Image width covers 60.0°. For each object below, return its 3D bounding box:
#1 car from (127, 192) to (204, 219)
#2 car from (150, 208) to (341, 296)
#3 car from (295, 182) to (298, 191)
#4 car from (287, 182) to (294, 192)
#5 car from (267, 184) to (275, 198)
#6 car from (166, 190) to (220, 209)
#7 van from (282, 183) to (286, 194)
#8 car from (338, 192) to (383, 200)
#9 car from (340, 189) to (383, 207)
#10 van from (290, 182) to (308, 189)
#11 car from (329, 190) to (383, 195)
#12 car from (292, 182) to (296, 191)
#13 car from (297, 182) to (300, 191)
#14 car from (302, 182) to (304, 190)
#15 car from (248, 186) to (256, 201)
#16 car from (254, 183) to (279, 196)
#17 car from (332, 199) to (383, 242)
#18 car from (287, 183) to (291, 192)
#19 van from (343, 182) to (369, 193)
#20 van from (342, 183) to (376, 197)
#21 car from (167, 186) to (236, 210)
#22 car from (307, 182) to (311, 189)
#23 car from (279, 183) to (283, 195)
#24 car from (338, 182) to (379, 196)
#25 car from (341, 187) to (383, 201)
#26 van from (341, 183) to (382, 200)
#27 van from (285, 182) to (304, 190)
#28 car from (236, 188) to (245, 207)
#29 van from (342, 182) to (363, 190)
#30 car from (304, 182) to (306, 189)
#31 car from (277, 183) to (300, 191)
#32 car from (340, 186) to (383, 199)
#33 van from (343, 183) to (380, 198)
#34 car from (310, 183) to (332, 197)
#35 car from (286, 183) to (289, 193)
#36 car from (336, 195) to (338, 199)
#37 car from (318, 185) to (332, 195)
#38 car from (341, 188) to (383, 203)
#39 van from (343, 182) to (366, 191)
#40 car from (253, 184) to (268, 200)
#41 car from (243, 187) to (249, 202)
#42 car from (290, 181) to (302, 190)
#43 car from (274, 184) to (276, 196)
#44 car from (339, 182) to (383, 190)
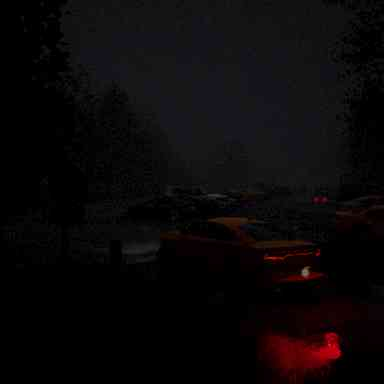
[{"bbox_3d":[-2.027,1.040,22.101,4.792,1.488,2.163,1,3,24],"label":"car"},{"bbox_3d":[0.898,1.383,8.501,1.882,1.535,5.008,2,-1,-31],"label":"car"},{"bbox_3d":[17.556,-0.703,64.994,4.892,1.521,2.231,1,2,24],"label":"car"},{"bbox_3d":[15.223,-0.497,59.959,4.792,1.488,2.163,1,2,24],"label":"car"},{"bbox_3d":[7.370,0.116,42.202,5.366,1.575,1.946,1,3,24],"label":"car"},{"bbox_3d":[-0.845,0.898,24.609,5.008,1.535,2.097,1,3,24],"label":"car"},{"bbox_3d":[11.906,-0.484,52.315,4.442,1.987,1.878,1,2,24],"label":"van"},{"bbox_3d":[9.984,1.086,16.766,4.553,1.767,2.185,1,3,24],"label":"car"},{"bbox_3d":[16.764,0.569,31.795,4.792,1.488,2.163,1,3,24],"label":"car"},{"bbox_3d":[28.941,-1.745,90.275,4.442,1.987,1.878,1,1,24],"label":"van"},{"bbox_3d":[13.178,0.872,24.304,5.366,1.575,1.946,1,3,24],"label":"car"},{"bbox_3d":[16.232,-0.621,62.548,5.366,1.575,1.946,1,2,24],"label":"car"},{"bbox_3d":[18.695,-0.792,67.524,4.892,1.521,2.231,1,2,24],"label":"car"},{"bbox_3d":[22.123,-1.185,75.105,4.553,1.767,2.185,1,2,24],"label":"car"},{"bbox_3d":[3.582,0.440,34.785,5.366,1.575,1.946,1,3,24],"label":"car"},{"bbox_3d":[9.528,-0.205,47.306,4.553,1.767,2.185,1,2,24],"label":"car"},{"bbox_3d":[8.803,1.323,14.267,5.008,1.535,2.097,1,3,24],"label":"car"},{"bbox_3d":[14.073,-0.408,57.434,4.792,1.488,2.163,1,2,24],"label":"car"},{"bbox_3d":[31.866,-0.900,64.585,4.442,1.987,1.878,1,2,24],"label":"van"},{"bbox_3d":[24.715,-0.369,49.449,4.442,1.987,1.878,1,2,24],"label":"van"},{"bbox_3d":[0.326,0.534,27.113,5.566,2.045,2.435,1,3,24],"label":"car"},{"bbox_3d":[26.779,-1.665,85.177,5.566,2.045,2.435,1,2,24],"label":"car"},{"bbox_3d":[10.675,-0.141,49.834,4.792,1.488,2.163,1,2,24],"label":"car"},{"bbox_3d":[25.943,-0.481,51.931,5.566,2.045,2.435,1,2,24],"label":"car"},{"bbox_3d":[20.257,0.252,39.322,4.792,1.488,2.163,1,2,24],"label":"car"},{"bbox_3d":[21.273,-0.099,41.873,4.442,1.987,1.878,1,2,24],"label":"van"},{"bbox_3d":[25.497,-1.553,82.713,4.442,1.987,1.878,1,2,24],"label":"van"},{"bbox_3d":[1.620,0.672,29.583,5.366,1.575,1.946,1,3,24],"label":"car"},{"bbox_3d":[38.544,-1.436,79.806,4.442,1.987,1.878,1,2,24],"label":"van"},{"bbox_3d":[23.297,-1.148,77.624,5.008,1.535,2.097,1,2,24],"label":"car"},{"bbox_3d":[20.973,-1.096,72.580,4.553,1.767,2.185,1,2,24],"label":"car"},{"bbox_3d":[22.530,0.036,44.368,5.008,1.535,2.097,1,2,24],"label":"car"},{"bbox_3d":[23.779,-0.276,46.833,4.442,1.987,1.878,1,2,24],"label":"van"},{"bbox_3d":[18.429,-0.060,47.293,2.128,1.511,4.902,1,2,24],"label":"car"},{"bbox_3d":[12.923,-0.320,54.909,4.792,1.488,2.163,1,2,24],"label":"car"},{"bbox_3d":[11.025,1.132,19.203,4.792,1.488,2.163,1,3,24],"label":"car"},{"bbox_3d":[22.696,-0.404,56.658,1.882,1.535,5.008,1,2,24],"label":"car"},{"bbox_3d":[19.164,0.348,36.922,4.792,1.488,2.163,1,3,24],"label":"car"},{"bbox_3d":[36.458,-1.255,74.663,4.442,1.987,1.878,1,2,24],"label":"van"},{"bbox_3d":[5.933,0.212,39.943,5.366,1.575,1.946,1,3,24],"label":"car"},{"bbox_3d":[2.607,0.560,32.182,4.892,1.521,2.231,1,3,24],"label":"car"},{"bbox_3d":[19.682,-0.887,70.123,5.366,1.575,1.946,1,2,24],"label":"car"},{"bbox_3d":[8.342,0.016,44.798,4.892,1.521,2.231,1,3,24],"label":"car"},{"bbox_3d":[15.668,0.402,29.241,5.566,2.045,2.435,1,3,24],"label":"car"}]
